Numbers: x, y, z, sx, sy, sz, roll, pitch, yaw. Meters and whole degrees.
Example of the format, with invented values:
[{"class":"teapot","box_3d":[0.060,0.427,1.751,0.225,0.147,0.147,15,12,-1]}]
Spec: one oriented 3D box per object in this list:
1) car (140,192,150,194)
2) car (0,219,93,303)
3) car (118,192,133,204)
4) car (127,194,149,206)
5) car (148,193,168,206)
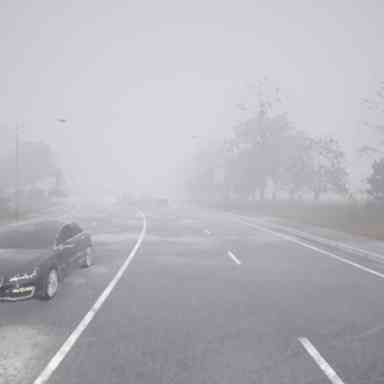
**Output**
[{"class":"car","box_3d":[-8.985,1.106,63.232,2.150,2.045,5.566,0,0,-25]},{"class":"car","box_3d":[-3.854,1.490,8.334,1.837,1.490,4.892,0,0,-2]},{"class":"car","box_3d":[-12.338,1.095,62.159,2.150,2.045,5.566,0,0,-25]},{"class":"car","box_3d":[-8.613,1.413,52.602,1.812,1.442,4.674,0,0,-21]},{"class":"car","box_3d":[-5.265,1.366,53.625,1.882,1.535,5.008,0,0,-21]}]
